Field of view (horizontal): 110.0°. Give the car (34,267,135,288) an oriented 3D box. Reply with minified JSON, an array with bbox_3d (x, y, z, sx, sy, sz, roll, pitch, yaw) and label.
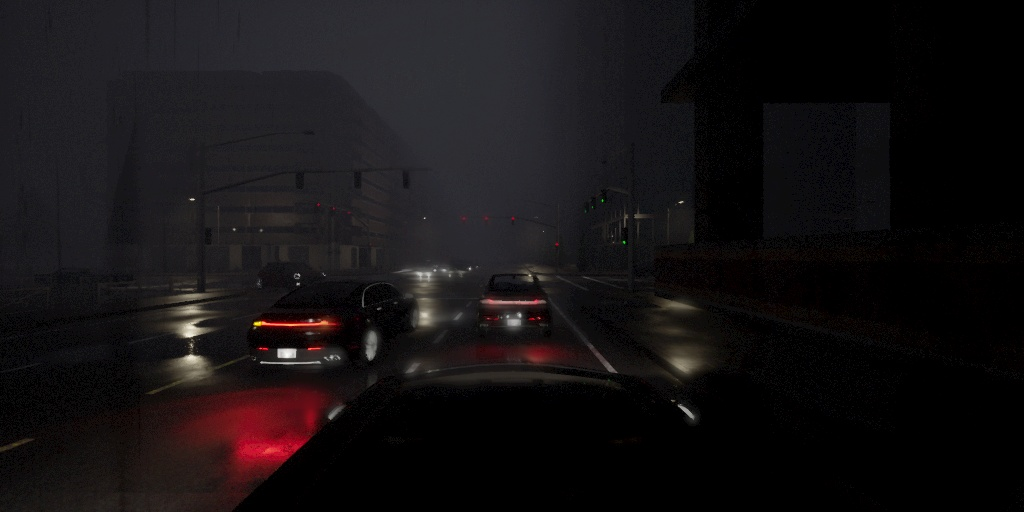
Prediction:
[{"bbox_3d":[-27.972,1.406,23.624,4.718,1.301,1.895,0,0,0],"label":"car"}]

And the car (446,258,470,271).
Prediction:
[{"bbox_3d":[-7.512,1.228,50.310,1.882,1.535,5.008,0,0,0],"label":"car"}]

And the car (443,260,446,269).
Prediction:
[{"bbox_3d":[-10.979,1.351,56.882,1.895,1.301,4.718,0,0,1],"label":"car"}]

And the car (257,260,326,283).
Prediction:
[{"bbox_3d":[-13.247,1.128,21.639,4.553,1.767,2.097,0,0,30],"label":"car"}]

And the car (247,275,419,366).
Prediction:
[{"bbox_3d":[-3.454,1.255,7.953,1.837,1.490,4.892,0,0,0],"label":"car"}]

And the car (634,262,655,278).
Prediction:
[{"bbox_3d":[13.932,1.297,34.272,4.902,1.511,2.128,0,0,0],"label":"car"}]

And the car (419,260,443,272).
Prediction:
[{"bbox_3d":[-11.005,1.242,47.538,2.128,1.511,4.902,0,0,0],"label":"car"}]

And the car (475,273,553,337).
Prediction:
[{"bbox_3d":[0.055,1.242,10.274,2.128,1.511,4.902,0,0,0],"label":"car"}]

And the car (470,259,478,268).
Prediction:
[{"bbox_3d":[-7.437,1.314,60.327,1.994,1.385,4.181,0,0,1],"label":"car"}]
